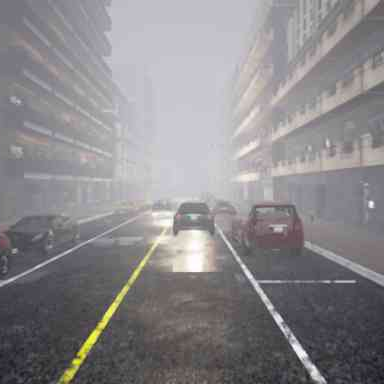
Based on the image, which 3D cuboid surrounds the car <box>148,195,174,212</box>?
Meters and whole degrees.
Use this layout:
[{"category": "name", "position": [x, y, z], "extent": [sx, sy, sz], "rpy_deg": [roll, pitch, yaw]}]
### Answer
[{"category": "car", "position": [-3.074, 1.335, 35.094], "extent": [1.994, 1.385, 4.181], "rpy_deg": [0, 0, 0]}]

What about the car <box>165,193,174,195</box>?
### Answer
[{"category": "car", "position": [-5.682, 1.048, 74.867], "extent": [1.752, 1.417, 4.829], "rpy_deg": [-1, 0, 0]}]

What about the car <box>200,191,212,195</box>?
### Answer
[{"category": "car", "position": [2.691, 1.101, 52.346], "extent": [1.967, 1.590, 4.097], "rpy_deg": [-1, 0, 0]}]

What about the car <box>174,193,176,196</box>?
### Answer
[{"category": "car", "position": [-5.679, 0.980, 86.194], "extent": [1.752, 1.417, 4.829], "rpy_deg": [-1, 0, 0]}]

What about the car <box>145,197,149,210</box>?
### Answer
[{"category": "car", "position": [-5.692, 1.296, 35.220], "extent": [1.752, 1.417, 4.829], "rpy_deg": [-1, 0, 0]}]

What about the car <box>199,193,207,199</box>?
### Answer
[{"category": "car", "position": [2.700, 1.012, 80.835], "extent": [1.752, 1.417, 4.829], "rpy_deg": [-1, 0, 0]}]

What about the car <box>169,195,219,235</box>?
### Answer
[{"category": "car", "position": [0.094, 1.232, 18.037], "extent": [2.097, 1.767, 4.553], "rpy_deg": [0, 0, 0]}]

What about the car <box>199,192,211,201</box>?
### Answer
[{"category": "car", "position": [2.694, 0.871, 69.336], "extent": [2.192, 1.841, 5.009], "rpy_deg": [-1, 0, 0]}]

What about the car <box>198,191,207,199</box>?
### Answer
[{"category": "car", "position": [2.698, 0.768, 86.327], "extent": [2.192, 1.841, 5.009], "rpy_deg": [-1, 0, 0]}]

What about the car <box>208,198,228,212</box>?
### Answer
[{"category": "car", "position": [2.689, 1.352, 35.356], "extent": [1.802, 1.307, 4.206], "rpy_deg": [-1, 0, 0]}]

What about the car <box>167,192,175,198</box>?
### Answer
[{"category": "car", "position": [-5.678, 0.859, 92.027], "extent": [1.967, 1.590, 4.097], "rpy_deg": [-1, 0, 0]}]

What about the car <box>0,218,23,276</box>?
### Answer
[{"category": "car", "position": [-5.700, 1.393, 7.070], "extent": [1.967, 1.590, 4.097], "rpy_deg": [-1, 0, 0]}]

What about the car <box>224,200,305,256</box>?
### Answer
[{"category": "car", "position": [2.679, 1.231, 12.699], "extent": [2.192, 1.841, 5.009], "rpy_deg": [-1, 0, 0]}]

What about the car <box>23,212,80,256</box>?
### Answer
[{"category": "car", "position": [-5.697, 1.482, 12.734], "extent": [1.947, 1.339, 4.313], "rpy_deg": [-1, 0, 0]}]

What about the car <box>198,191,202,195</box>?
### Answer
[{"category": "car", "position": [2.692, 0.906, 63.672], "extent": [2.192, 1.841, 5.009], "rpy_deg": [-1, 0, 0]}]

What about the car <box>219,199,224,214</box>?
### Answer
[{"category": "car", "position": [2.687, 1.372, 29.691], "extent": [1.947, 1.339, 4.313], "rpy_deg": [-1, 0, 0]}]

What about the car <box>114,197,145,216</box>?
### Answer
[{"category": "car", "position": [-5.693, 1.333, 29.556], "extent": [1.752, 1.417, 4.829], "rpy_deg": [-1, 0, 0]}]

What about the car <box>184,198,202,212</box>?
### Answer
[{"category": "car", "position": [0.107, 1.365, 36.141], "extent": [1.895, 1.301, 4.718], "rpy_deg": [0, 0, 0]}]

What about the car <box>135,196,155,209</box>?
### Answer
[{"category": "car", "position": [-5.691, 1.260, 40.884], "extent": [1.752, 1.417, 4.829], "rpy_deg": [-1, 0, 0]}]
